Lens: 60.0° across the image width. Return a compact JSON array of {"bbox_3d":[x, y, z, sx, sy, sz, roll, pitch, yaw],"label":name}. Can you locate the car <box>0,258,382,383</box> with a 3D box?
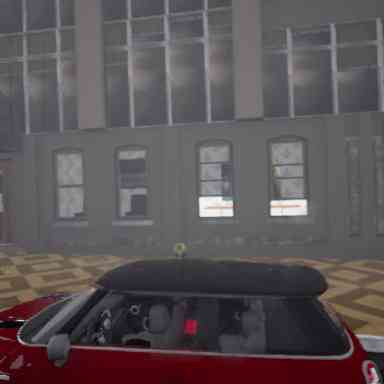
[{"bbox_3d":[-0.481,1.428,3.271,4.097,1.590,1.967,-1,-1,10],"label":"car"}]
